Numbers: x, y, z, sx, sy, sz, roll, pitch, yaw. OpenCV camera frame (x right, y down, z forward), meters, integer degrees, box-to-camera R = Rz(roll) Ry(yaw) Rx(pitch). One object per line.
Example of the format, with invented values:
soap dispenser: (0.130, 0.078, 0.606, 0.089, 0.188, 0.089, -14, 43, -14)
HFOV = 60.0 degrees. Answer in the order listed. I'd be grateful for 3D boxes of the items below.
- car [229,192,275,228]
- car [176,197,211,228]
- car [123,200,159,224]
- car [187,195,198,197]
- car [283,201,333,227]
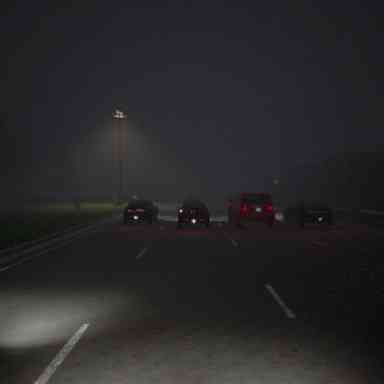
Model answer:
car: (3.604, 1.013, 20.725, 2.150, 2.045, 5.566, 0, 1, 0)
car: (0.104, 1.298, 20.458, 1.837, 1.490, 4.892, 0, 1, 0)
car: (-3.396, 1.277, 22.510, 1.837, 1.490, 4.892, 0, 1, 0)
car: (0.099, 1.061, 42.682, 2.128, 1.511, 4.902, 0, 1, 0)
car: (7.103, 1.281, 20.816, 2.128, 1.511, 4.902, 0, 1, 0)
